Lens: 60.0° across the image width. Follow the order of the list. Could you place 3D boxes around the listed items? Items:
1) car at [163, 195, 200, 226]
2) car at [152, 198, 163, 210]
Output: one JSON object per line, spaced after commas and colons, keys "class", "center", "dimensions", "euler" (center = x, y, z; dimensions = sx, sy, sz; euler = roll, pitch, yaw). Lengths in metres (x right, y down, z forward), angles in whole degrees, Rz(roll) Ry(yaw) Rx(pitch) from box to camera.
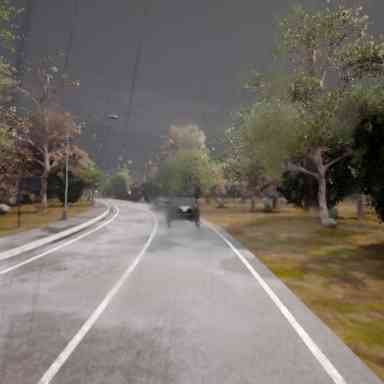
{"class": "car", "center": [-0.740, 1.213, 23.499], "dimensions": [2.150, 2.045, 5.566], "euler": [1, 0, -6]}
{"class": "car", "center": [-3.910, 1.460, 41.837], "dimensions": [2.128, 1.511, 4.902], "euler": [1, 0, -13]}
